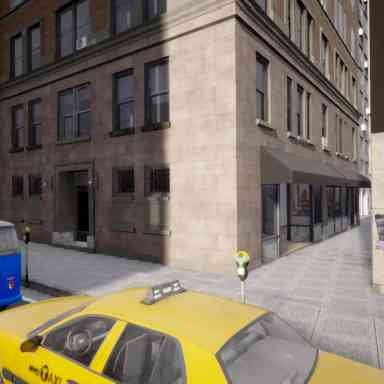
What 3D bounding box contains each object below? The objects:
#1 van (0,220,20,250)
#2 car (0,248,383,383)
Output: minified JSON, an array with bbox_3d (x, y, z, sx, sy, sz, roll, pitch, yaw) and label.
[{"bbox_3d":[-4.946,1.343,6.404,3.998,1.788,1.690,0,-1,36],"label":"van"},{"bbox_3d":[-0.473,1.526,3.198,4.829,1.417,1.752,0,-1,36],"label":"car"}]
